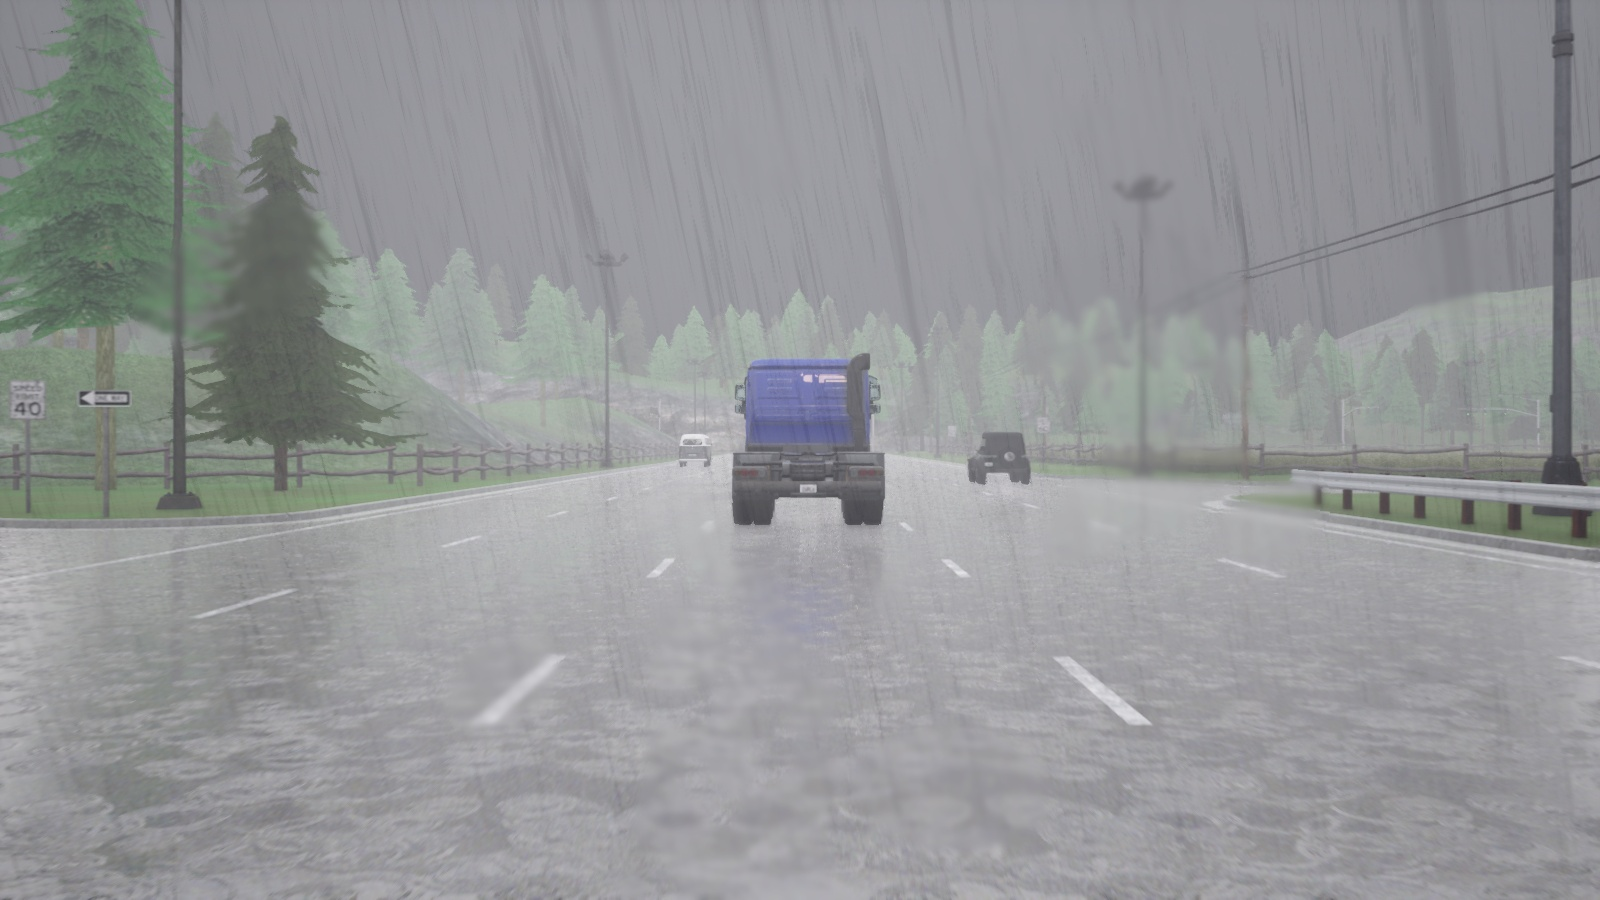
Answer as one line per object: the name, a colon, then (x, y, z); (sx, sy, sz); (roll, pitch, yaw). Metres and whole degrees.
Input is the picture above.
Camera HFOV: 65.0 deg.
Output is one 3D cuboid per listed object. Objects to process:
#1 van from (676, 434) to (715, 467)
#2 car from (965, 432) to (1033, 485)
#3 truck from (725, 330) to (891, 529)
van: (-6.540, 0.020, 78.890); (2.069, 2.038, 4.480); (0, 0, 0)
car: (7.276, 0.288, 46.160); (1.905, 1.878, 3.866); (0, 0, 0)
truck: (0.162, -0.381, 25.828); (2.891, 3.462, 7.936); (0, 0, 0)
